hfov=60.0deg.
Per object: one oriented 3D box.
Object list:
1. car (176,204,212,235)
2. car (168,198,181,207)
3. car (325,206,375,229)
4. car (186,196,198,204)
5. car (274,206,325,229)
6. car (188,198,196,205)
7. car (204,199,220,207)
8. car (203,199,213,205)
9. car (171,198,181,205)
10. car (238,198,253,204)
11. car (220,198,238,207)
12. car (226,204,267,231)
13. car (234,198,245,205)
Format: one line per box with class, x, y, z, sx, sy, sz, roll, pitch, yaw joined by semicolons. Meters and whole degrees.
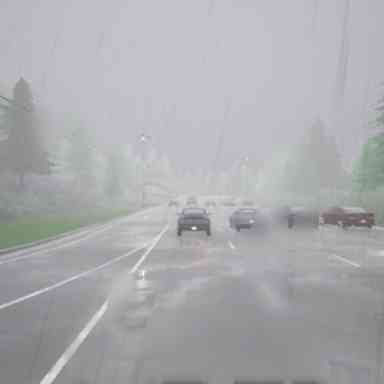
car;0.112;1.677;19.999;1.837;1.490;4.892;0;0;0
car;-3.461;2.043;63.324;1.837;1.490;4.892;0;0;0
car;10.614;1.677;23.073;1.882;1.535;5.008;0;0;0
car;0.040;1.770;64.188;2.150;2.045;5.566;0;0;0
car;7.113;1.676;23.073;1.882;1.535;5.008;0;0;0
car;0.046;2.066;74.156;1.812;1.442;4.674;0;0;0
car;3.539;2.036;63.320;2.128;1.511;4.902;0;0;0
car;3.546;2.134;73.767;1.895;1.301;4.718;0;0;0
car;-3.454;2.016;73.742;1.882;1.535;5.008;0;0;0
car;10.539;2.049;64.149;1.837;1.490;4.892;0;0;0
car;7.039;2.145;63.764;1.895;1.301;4.718;0;0;0
car;3.613;1.752;21.901;1.994;1.385;4.181;0;0;0
car;10.546;2.021;74.150;1.882;1.535;5.008;0;0;0
